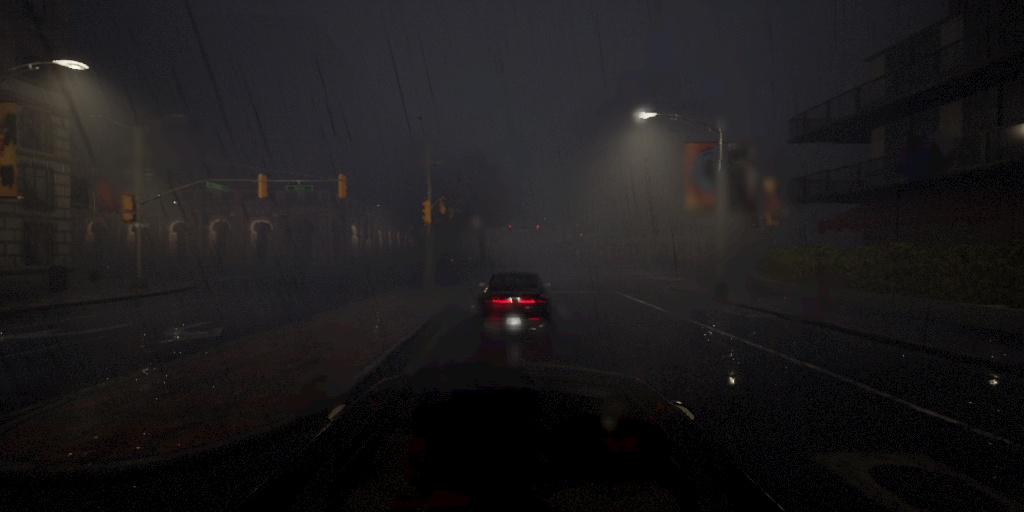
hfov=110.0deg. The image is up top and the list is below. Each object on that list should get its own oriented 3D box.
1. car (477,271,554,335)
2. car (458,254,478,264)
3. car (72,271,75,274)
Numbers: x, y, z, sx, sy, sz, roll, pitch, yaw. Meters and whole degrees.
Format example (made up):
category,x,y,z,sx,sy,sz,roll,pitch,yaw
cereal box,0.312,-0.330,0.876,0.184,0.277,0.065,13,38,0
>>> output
category,x,y,z,sx,sy,sz,roll,pitch,yaw
car,0.081,1.163,10.178,1.837,1.490,4.892,0,1,0
car,-7.969,0.424,64.613,2.097,1.767,4.553,0,1,1
car,-37.825,1.025,28.581,4.181,1.385,1.994,0,1,0
